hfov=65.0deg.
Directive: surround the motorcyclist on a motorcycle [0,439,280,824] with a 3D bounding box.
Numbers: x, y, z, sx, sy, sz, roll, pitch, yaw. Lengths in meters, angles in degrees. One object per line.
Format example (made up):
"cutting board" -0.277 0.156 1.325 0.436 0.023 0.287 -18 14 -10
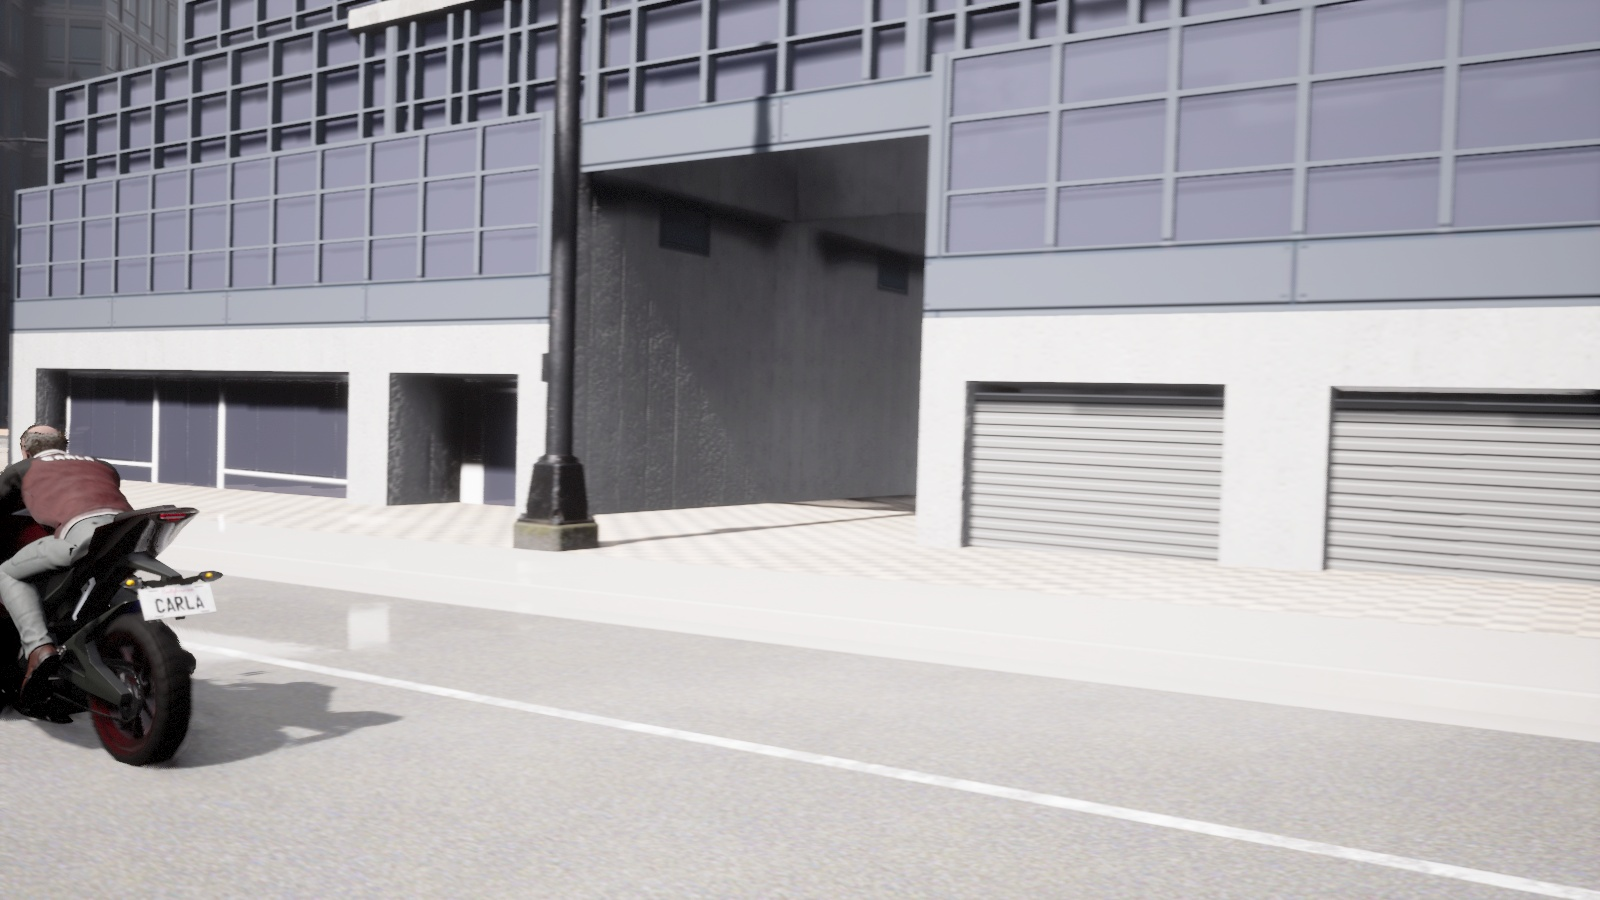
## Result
"motorcyclist on a motorcycle" -3.537 0.724 5.975 2.191 1.530 0.866 0 1 34
